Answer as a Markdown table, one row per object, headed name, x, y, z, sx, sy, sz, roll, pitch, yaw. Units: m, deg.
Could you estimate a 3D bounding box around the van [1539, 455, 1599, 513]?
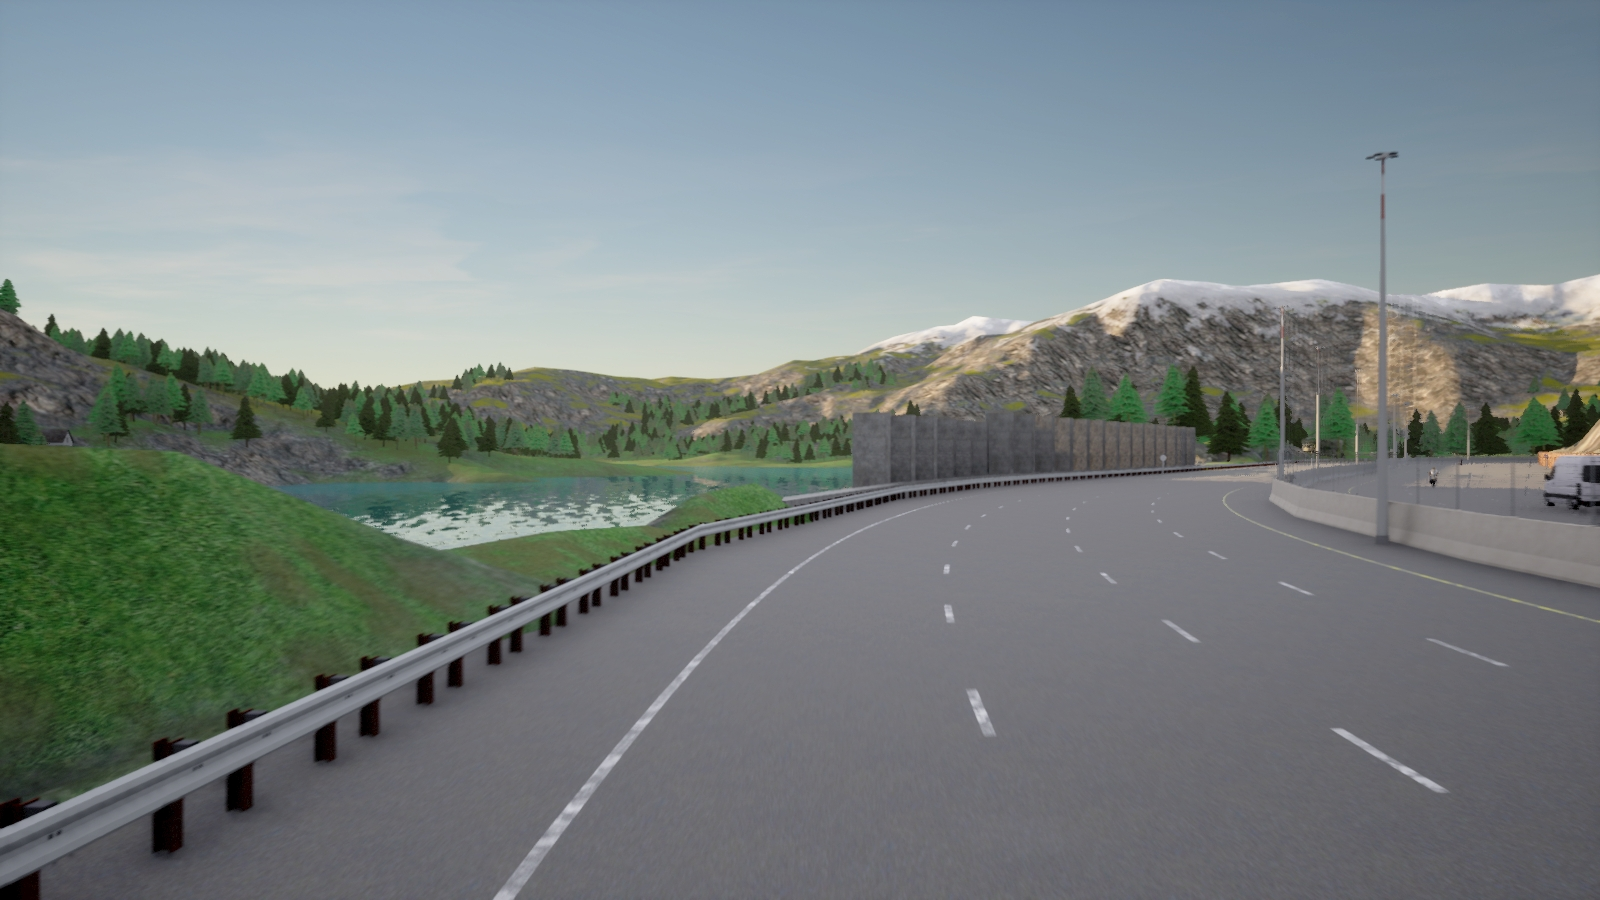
| name | x | y | z | sx | sy | sz | roll | pitch | yaw |
| --- | --- | --- | --- | --- | --- | --- | --- | --- | --- |
| van | 37.046 | 1.534 | 54.137 | 1.988 | 2.561 | 5.915 | 0 | 0 | 19 |
